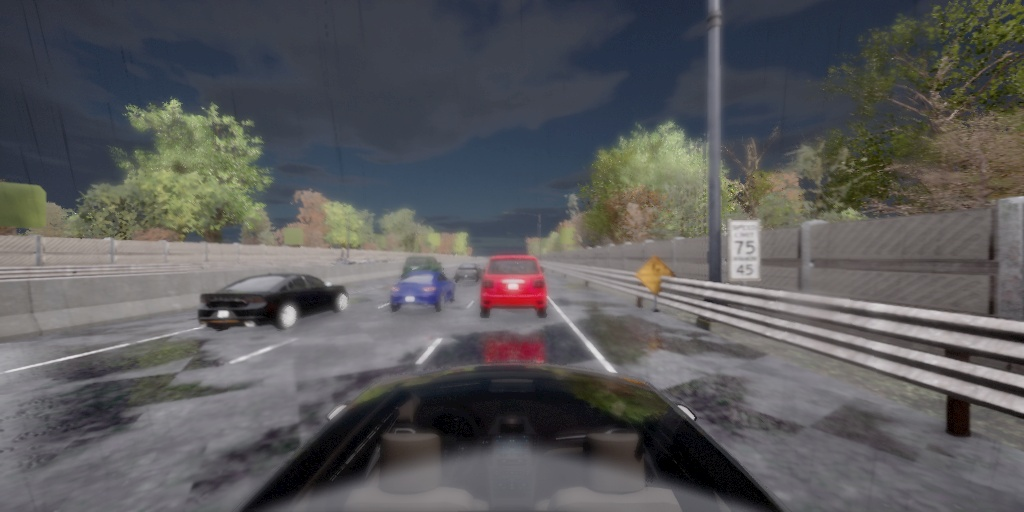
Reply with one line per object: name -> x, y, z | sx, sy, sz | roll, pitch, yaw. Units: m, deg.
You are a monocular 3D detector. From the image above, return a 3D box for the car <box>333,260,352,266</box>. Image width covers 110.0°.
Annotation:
car -> -24.545, 1.403, 52.810 | 2.128, 1.511, 4.902 | 0, 0, 0

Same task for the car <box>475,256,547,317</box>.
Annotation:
car -> 0.068, 1.005, 13.383 | 2.150, 2.045, 5.566 | 0, 0, 0

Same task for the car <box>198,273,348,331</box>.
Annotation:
car -> -6.950, 1.253, 11.153 | 1.882, 1.535, 5.008 | 0, 0, 1

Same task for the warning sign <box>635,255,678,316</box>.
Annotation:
warning sign -> 4.552, 0.891, 11.348 | 1.300, 1.860, 1.060 | 0, 0, 0

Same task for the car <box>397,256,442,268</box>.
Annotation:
car -> -6.930, 1.050, 28.344 | 2.150, 2.045, 5.566 | 0, 0, 0

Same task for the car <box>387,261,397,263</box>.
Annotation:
car -> -17.550, 1.438, 52.928 | 1.812, 1.442, 4.674 | 0, 0, 0

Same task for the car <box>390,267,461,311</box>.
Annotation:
car -> -3.427, 1.311, 14.390 | 1.812, 1.442, 4.674 | 0, -1, 0

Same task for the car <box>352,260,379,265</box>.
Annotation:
car -> -21.047, 1.404, 52.953 | 2.128, 1.511, 4.902 | 0, 0, 0

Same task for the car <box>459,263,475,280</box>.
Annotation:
car -> -3.427, 1.322, 29.268 | 2.128, 1.511, 4.902 | 0, 0, 0
